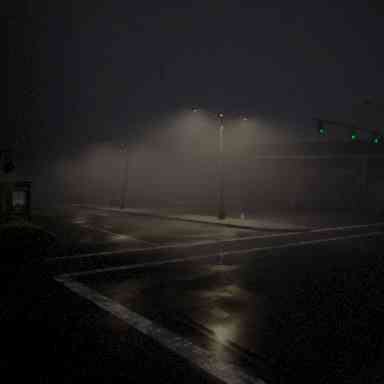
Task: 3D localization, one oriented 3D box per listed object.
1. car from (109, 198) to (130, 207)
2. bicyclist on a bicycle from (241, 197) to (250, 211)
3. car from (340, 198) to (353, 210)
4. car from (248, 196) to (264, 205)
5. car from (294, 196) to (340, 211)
[{"bbox_3d":[-11.092,1.564,50.726,1.994,1.385,4.181,0,0,-35],"label":"car"},{"bbox_3d":[6.318,1.430,39.756,1.656,1.620,0.582,-6,-7,-37],"label":"bicyclist on a bicycle"},{"bbox_3d":[18.160,1.456,42.040,1.970,1.475,3.806,0,0,-35],"label":"car"},{"bbox_3d":[11.850,1.478,60.724,1.882,1.535,5.008,0,0,29],"label":"car"},{"bbox_3d":[13.896,1.295,38.116,2.242,1.667,4.611,0,0,-35],"label":"car"}]
